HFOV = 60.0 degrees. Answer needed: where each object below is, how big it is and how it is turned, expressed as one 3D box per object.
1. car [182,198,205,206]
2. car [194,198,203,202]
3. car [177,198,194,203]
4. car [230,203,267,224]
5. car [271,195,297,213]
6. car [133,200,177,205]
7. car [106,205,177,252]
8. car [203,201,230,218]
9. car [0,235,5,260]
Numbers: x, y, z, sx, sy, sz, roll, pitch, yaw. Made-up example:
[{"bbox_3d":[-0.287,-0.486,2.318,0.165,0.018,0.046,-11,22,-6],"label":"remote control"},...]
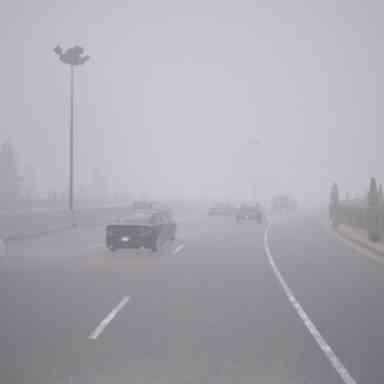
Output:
[{"bbox_3d":[0.326,1.892,62.485,1.837,1.490,4.892,0,-1,37],"label":"car"},{"bbox_3d":[0.174,1.796,56.562,1.882,1.535,5.008,0,-1,30],"label":"car"},{"bbox_3d":[-2.087,1.826,45.772,1.895,1.301,4.718,0,-1,28],"label":"car"},{"bbox_3d":[4.650,1.590,25.850,2.128,1.511,4.902,0,0,18],"label":"car"},{"bbox_3d":[11.340,1.413,40.803,2.150,2.045,5.566,0,-1,29],"label":"car"},{"bbox_3d":[-3.025,1.437,24.673,2.097,1.767,4.553,0,0,16],"label":"car"},{"bbox_3d":[-1.952,1.515,14.145,1.882,1.535,5.008,0,0,9],"label":"car"},{"bbox_3d":[3.106,1.678,31.931,2.033,1.411,5.357,0,0,22],"label":"car"},{"bbox_3d":[-6.454,1.222,6.917,2.150,2.045,5.566,0,0,5],"label":"car"}]
